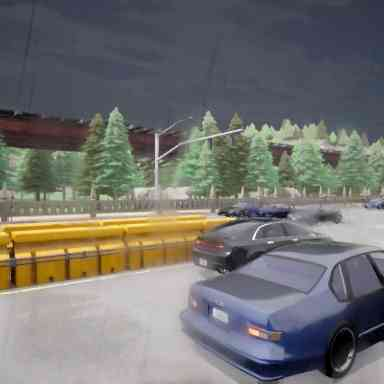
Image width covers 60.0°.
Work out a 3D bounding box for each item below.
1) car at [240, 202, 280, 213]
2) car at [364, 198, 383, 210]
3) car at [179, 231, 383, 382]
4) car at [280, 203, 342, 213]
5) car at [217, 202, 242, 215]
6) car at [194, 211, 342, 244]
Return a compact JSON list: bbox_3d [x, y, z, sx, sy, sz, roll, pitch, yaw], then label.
[{"bbox_3d":[6.247,1.601,25.645,4.718,1.301,1.895,0,0,-35],"label":"car"},{"bbox_3d":[23.825,1.525,42.478,4.674,1.442,1.812,0,0,-35],"label":"car"},{"bbox_3d":[2.398,1.547,5.496,5.357,1.411,2.033,0,0,-35],"label":"car"},{"bbox_3d":[8.544,1.526,22.983,4.674,1.442,1.812,0,0,-35],"label":"car"},{"bbox_3d":[4.743,1.547,28.870,5.357,1.411,2.033,0,0,-36],"label":"car"},{"bbox_3d":[2.261,1.505,9.685,4.892,1.490,1.837,0,0,-35],"label":"car"}]
